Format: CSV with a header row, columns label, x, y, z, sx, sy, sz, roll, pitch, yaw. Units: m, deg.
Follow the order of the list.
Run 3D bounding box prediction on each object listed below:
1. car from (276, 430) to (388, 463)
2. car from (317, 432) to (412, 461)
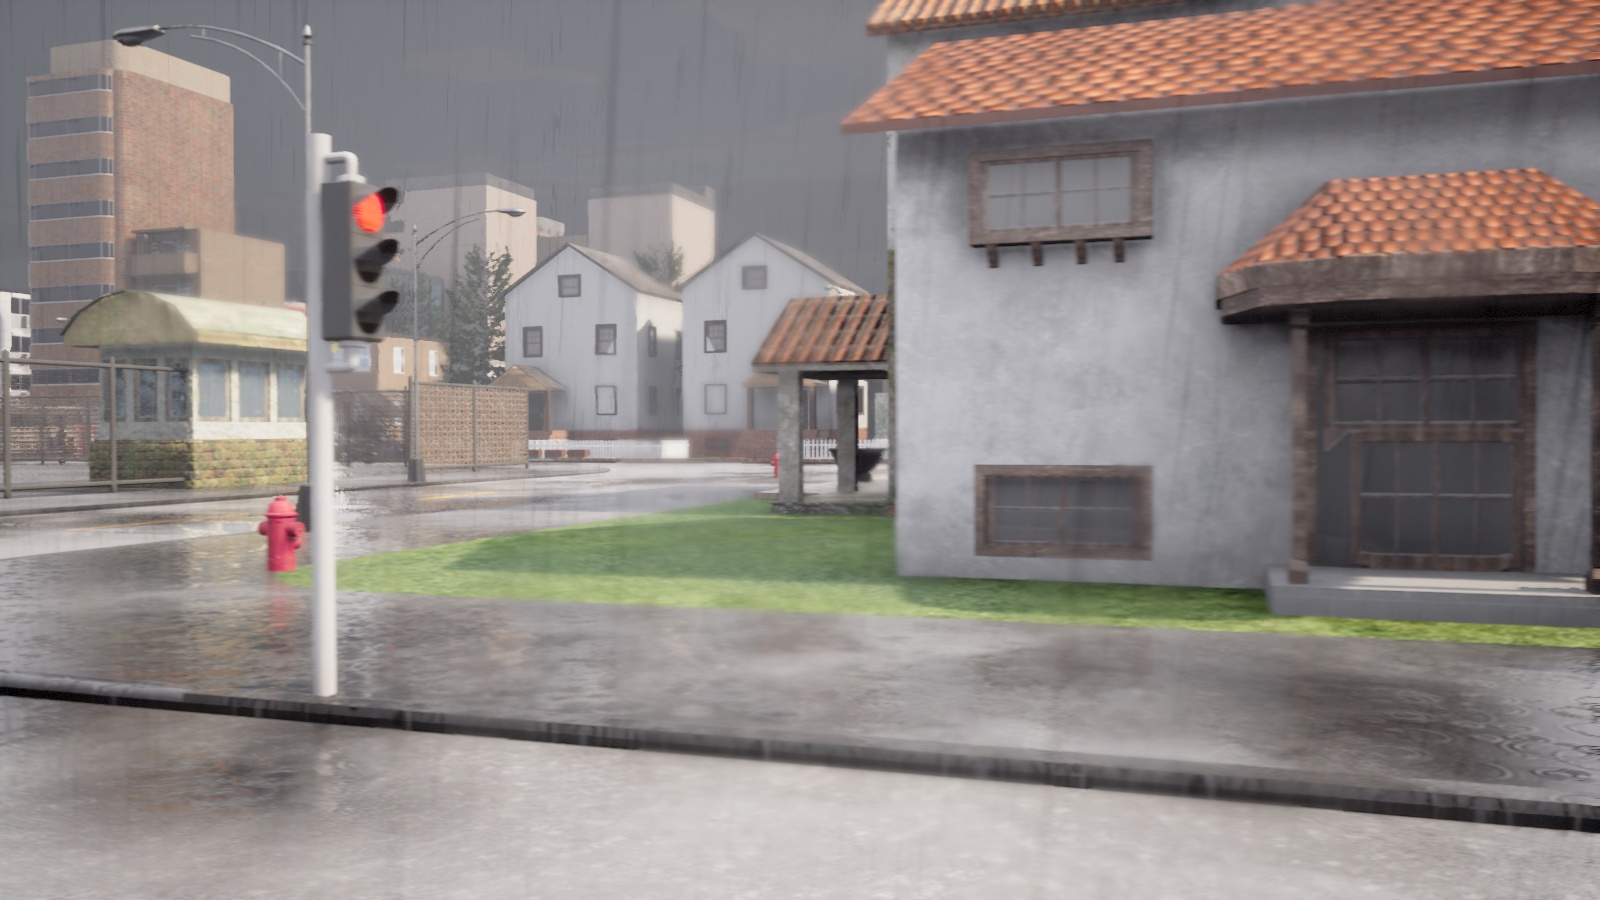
label,x,y,z,sx,sy,sz,roll,pitch,yaw
car,-21.992,-0.197,59.004,4.892,1.490,1.837,1,1,21
car,-21.875,-0.203,63.130,4.181,1.385,1.994,1,1,19
